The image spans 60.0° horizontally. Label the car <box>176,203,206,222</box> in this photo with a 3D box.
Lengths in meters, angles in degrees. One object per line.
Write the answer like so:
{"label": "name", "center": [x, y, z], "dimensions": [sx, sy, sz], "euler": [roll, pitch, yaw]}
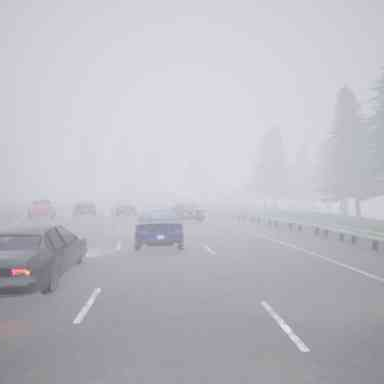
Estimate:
{"label": "car", "center": [-0.576, 1.526, 25.374], "dimensions": [2.033, 1.411, 5.357], "euler": [0, 0, -17]}

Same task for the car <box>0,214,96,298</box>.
{"label": "car", "center": [-4.122, 1.557, 8.683], "dimensions": [2.033, 1.411, 5.357], "euler": [0, 0, -6]}

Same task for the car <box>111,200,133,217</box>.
{"label": "car", "center": [-6.421, 1.524, 31.285], "dimensions": [1.812, 1.442, 4.674], "euler": [0, 0, -21]}

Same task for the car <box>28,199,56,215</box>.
{"label": "car", "center": [-13.305, 1.382, 29.630], "dimensions": [2.097, 1.767, 4.553], "euler": [0, 0, -22]}

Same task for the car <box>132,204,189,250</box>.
{"label": "car", "center": [-1.528, 1.470, 14.429], "dimensions": [1.882, 1.535, 5.008], "euler": [0, 0, -9]}

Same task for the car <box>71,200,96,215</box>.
{"label": "car", "center": [-10.305, 1.492, 31.538], "dimensions": [1.882, 1.535, 5.008], "euler": [0, 0, -23]}
